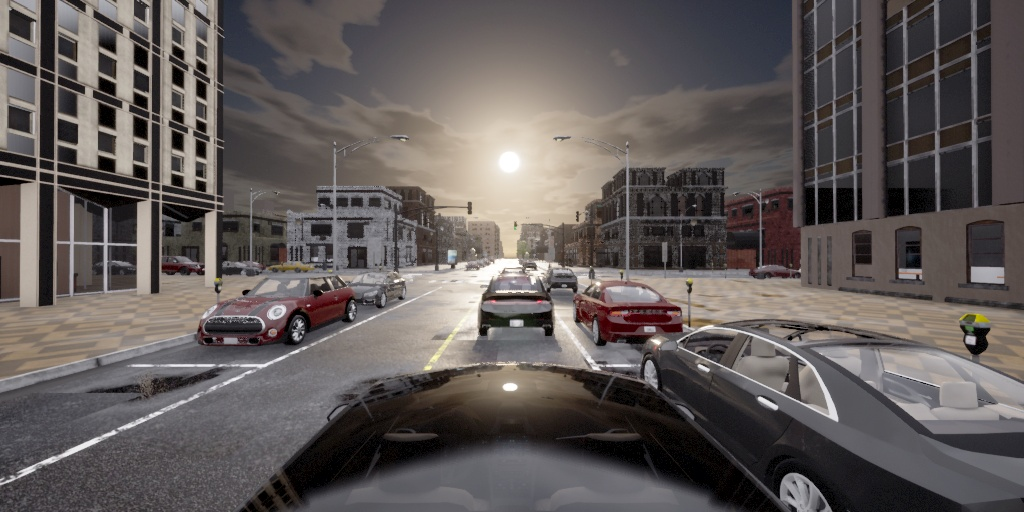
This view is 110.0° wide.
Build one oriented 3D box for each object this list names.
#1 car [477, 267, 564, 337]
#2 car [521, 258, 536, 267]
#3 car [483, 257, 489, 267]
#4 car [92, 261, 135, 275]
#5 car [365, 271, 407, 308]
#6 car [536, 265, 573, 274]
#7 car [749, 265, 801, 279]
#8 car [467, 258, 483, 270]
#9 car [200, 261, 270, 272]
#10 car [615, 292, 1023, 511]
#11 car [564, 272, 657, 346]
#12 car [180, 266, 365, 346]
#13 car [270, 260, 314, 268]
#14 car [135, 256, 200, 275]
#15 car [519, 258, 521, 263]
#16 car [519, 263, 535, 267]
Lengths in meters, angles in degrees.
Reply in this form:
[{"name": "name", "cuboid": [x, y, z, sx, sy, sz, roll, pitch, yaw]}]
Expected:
[{"name": "car", "cuboid": [0.100, 1.243, 10.216, 2.128, 1.511, 4.902, 0, 0, 0]}, {"name": "car", "cuboid": [2.681, 1.322, 53.001, 1.948, 1.339, 4.313, 0, 0, 0]}, {"name": "car", "cuboid": [-5.702, 1.309, 64.056, 2.007, 1.370, 4.403, 0, 0, 0]}, {"name": "car", "cuboid": [-36.494, 1.131, 33.177, 4.403, 1.370, 2.007, 0, 0, 1]}, {"name": "car", "cuboid": [-5.693, 1.302, 14.934, 2.007, 1.370, 4.403, 0, 0, 0]}, {"name": "car", "cuboid": [2.687, 1.303, 20.610, 2.007, 1.370, 4.403, 0, 0, 0]}, {"name": "car", "cuboid": [23.637, 1.433, 32.227, 4.207, 1.307, 1.802, 0, 0, 1]}, {"name": "car", "cuboid": [-5.699, 1.338, 53.012, 1.802, 1.307, 4.207, 0, 0, 0]}, {"name": "car", "cuboid": [-25.421, 1.177, 33.009, 4.403, 1.370, 2.007, 0, 0, 1]}, {"name": "car", "cuboid": [2.690, 1.301, 3.535, 2.007, 1.370, 4.403, 0, 0, 0]}, {"name": "car", "cuboid": [2.689, 1.296, 9.226, 1.888, 1.381, 4.507, 0, 0, 0]}, {"name": "car", "cuboid": [-5.692, 1.190, 9.242, 1.967, 1.591, 4.097, 0, 0, 0]}, {"name": "car", "cuboid": [-25.461, 1.198, 41.391, 4.829, 1.417, 1.751, 0, 0, 1]}, {"name": "car", "cuboid": [-30.958, 0.918, 33.093, 5.009, 1.841, 2.192, 0, 0, 1]}, {"name": "car", "cuboid": [2.679, 1.341, 64.043, 1.802, 1.307, 4.207, 0, 0, 0]}, {"name": "car", "cuboid": [0.095, 1.316, 21.054, 1.994, 1.385, 4.181, 0, 0, 0]}]
